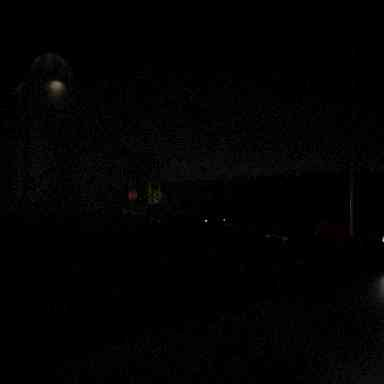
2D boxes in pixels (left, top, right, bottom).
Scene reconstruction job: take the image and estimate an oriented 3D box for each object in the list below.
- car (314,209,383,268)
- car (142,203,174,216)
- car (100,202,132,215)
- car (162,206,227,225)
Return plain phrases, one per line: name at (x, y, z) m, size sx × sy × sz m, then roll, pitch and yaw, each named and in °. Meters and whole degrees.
car at (6.284, 1.454, 11.790) m, size 2.097 × 1.767 × 4.553 m, roll -1°, pitch -1°, yaw -10°
car at (-3.089, 1.794, 32.513) m, size 1.882 × 1.535 × 5.008 m, roll 1°, pitch -1°, yaw -36°
car at (-7.730, 1.782, 33.390) m, size 2.128 × 1.511 × 4.902 m, roll 1°, pitch 0°, yaw -35°
car at (0.196, 1.846, 22.261) m, size 1.895 × 1.301 × 4.718 m, roll 1°, pitch -1°, yaw -36°
